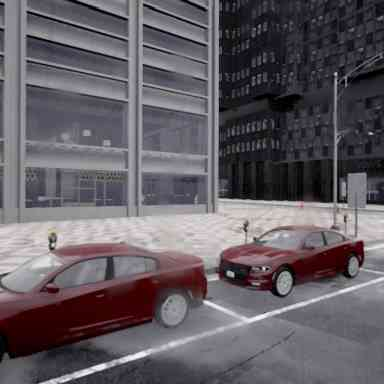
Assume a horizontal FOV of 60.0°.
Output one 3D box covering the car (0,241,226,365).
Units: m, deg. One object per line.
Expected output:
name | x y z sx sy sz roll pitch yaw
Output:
car | -1.820 1.548 5.369 4.507 1.381 1.887 0 0 -36

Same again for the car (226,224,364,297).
car | 2.670 1.557 8.589 4.507 1.381 1.887 0 0 -36
